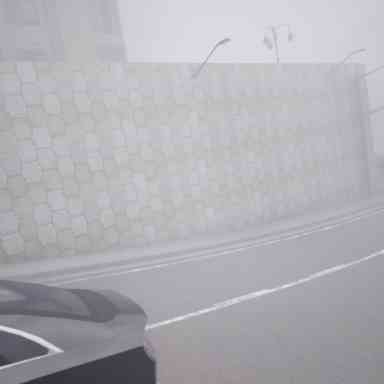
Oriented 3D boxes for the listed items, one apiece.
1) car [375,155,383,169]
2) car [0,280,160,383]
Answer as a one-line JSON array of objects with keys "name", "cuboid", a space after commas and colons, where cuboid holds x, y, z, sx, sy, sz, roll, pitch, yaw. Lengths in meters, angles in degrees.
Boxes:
[{"name": "car", "cuboid": [19.044, -3.012, 33.459, 1.994, 1.385, 4.181, -15, 9, -35]}, {"name": "car", "cuboid": [-2.567, 1.497, 2.158, 4.902, 1.511, 2.128, 0, 0, -36]}]
